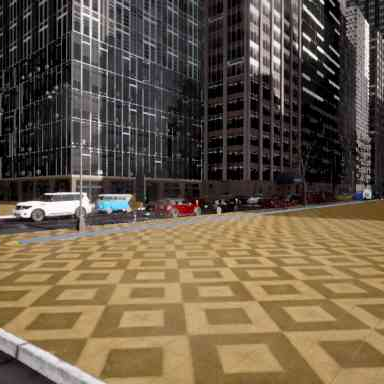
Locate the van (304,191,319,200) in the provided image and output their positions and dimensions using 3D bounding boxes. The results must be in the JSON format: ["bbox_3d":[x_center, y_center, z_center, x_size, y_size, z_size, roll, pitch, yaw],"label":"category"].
[{"bbox_3d":[25.737,0.694,71.507,1.690,1.788,3.998,1,1,40],"label":"van"}]

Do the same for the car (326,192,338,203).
[{"bbox_3d":[21.019,0.839,53.070,2.192,1.841,5.009,1,1,40],"label":"car"}]

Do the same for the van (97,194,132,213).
[{"bbox_3d":[-7.594,1.107,32.645,1.690,1.788,3.998,1,1,40],"label":"van"}]

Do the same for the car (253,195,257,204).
[{"bbox_3d":[10.842,1.162,45.229,2.033,1.411,5.357,0,1,41],"label":"car"}]

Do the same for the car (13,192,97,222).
[{"bbox_3d":[-10.399,1.059,25.193,2.150,2.045,5.566,0,1,40],"label":"car"}]

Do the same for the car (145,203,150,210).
[{"bbox_3d":[-2.348,1.284,34.626,2.033,1.411,5.357,0,1,41],"label":"car"}]

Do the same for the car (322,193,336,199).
[{"bbox_3d":[33.123,0.829,80.165,1.947,1.339,4.313,1,1,40],"label":"car"}]

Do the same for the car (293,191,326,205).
[{"bbox_3d":[17.325,0.885,48.744,2.192,1.841,5.009,1,1,40],"label":"car"}]

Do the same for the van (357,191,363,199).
[{"bbox_3d":[35.792,0.683,70.379,1.690,1.788,3.998,1,1,40],"label":"van"}]

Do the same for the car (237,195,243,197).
[{"bbox_3d":[7.268,1.148,49.876,1.947,1.339,4.313,1,1,40],"label":"car"}]

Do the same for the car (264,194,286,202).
[{"bbox_3d":[14.656,1.056,58.530,1.947,1.339,4.313,1,1,40],"label":"car"}]

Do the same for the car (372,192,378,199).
[{"bbox_3d":[39.484,0.847,74.709,2.008,1.369,4.403,1,1,40],"label":"car"}]

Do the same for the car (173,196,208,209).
[{"bbox_3d":[-0.123,1.219,41.229,1.887,1.381,4.507,1,1,40],"label":"car"}]

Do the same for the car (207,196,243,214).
[{"bbox_3d":[2.602,1.320,31.398,1.947,1.339,4.313,1,1,40],"label":"car"}]

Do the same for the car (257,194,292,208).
[{"bbox_3d":[9.938,1.244,40.094,1.802,1.307,4.206,1,1,40],"label":"car"}]

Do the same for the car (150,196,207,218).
[{"bbox_3d":[-1.047,1.240,27.033,1.967,1.590,4.097,1,1,40],"label":"car"}]

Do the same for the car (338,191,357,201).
[{"bbox_3d":[28.515,0.957,61.856,1.752,1.417,4.829,1,1,40],"label":"car"}]

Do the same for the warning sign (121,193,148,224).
[{"bbox_3d":[-3.545,0.977,20.655,1.300,1.860,1.060,0,0,40],"label":"warning sign"}]

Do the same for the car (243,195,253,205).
[{"bbox_3d":[9.842,1.111,48.799,1.812,1.442,4.674,0,0,41],"label":"car"}]
